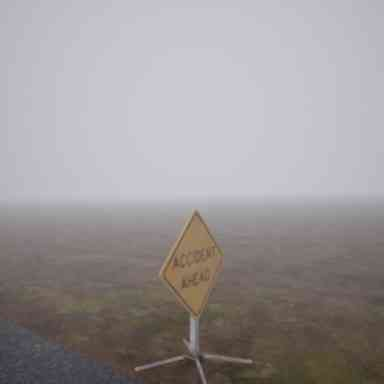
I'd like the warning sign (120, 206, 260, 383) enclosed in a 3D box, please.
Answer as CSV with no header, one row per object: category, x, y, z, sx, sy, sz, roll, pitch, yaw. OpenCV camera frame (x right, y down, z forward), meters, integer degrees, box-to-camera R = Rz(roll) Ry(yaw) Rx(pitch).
warning sign,0.022,1.124,3.910,1.060,1.860,1.300,-1,0,35
